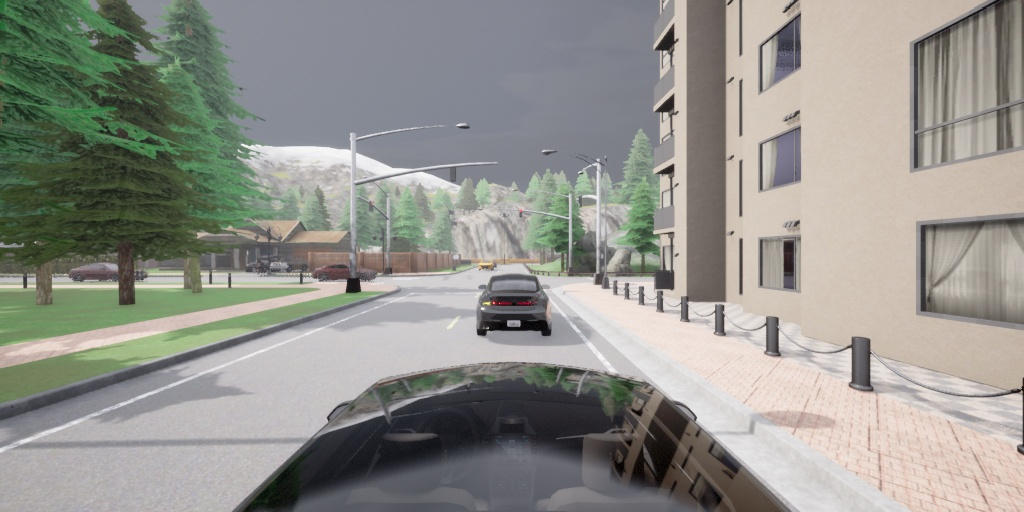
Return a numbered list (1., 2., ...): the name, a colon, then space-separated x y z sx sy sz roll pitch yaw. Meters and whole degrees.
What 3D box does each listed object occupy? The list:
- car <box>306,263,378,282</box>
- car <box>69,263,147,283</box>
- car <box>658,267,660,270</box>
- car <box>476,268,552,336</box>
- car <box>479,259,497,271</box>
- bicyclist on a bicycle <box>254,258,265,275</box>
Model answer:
1. car: -12.841 1.262 27.710 4.674 1.442 1.812 0 0 -3
2. car: -30.668 1.261 27.251 4.674 1.442 1.812 0 0 -1
3. car: 16.028 0.987 32.081 5.566 2.045 2.150 0 0 -1
4. car: 0.062 1.255 10.382 1.837 1.490 4.892 0 0 0
5. car: -3.563 1.227 50.248 1.882 1.535 5.008 0 0 0
6. bicyclist on a bicycle: -24.546 1.016 34.882 0.582 1.620 1.656 0 0 -1
